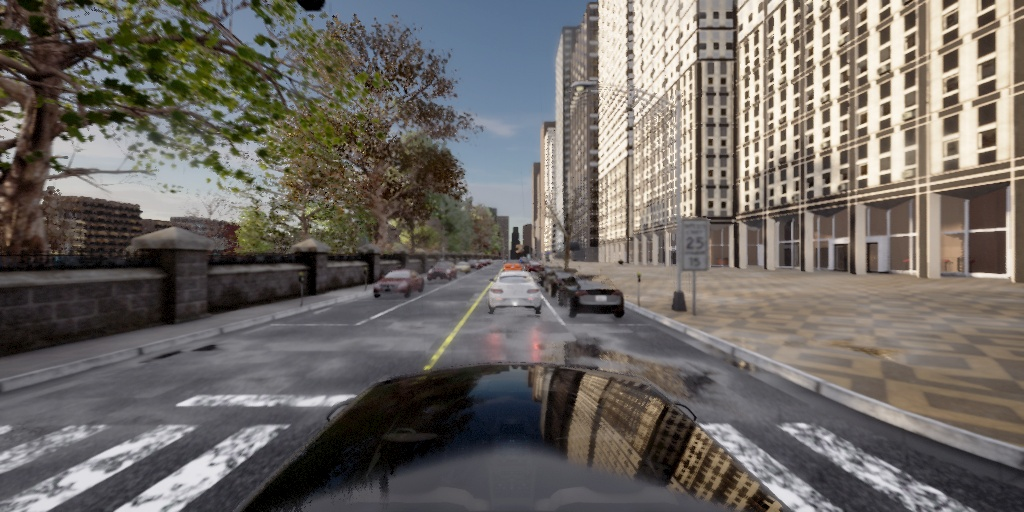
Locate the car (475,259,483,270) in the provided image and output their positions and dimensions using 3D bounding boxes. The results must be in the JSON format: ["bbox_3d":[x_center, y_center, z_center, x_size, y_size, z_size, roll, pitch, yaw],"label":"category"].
[{"bbox_3d":[-5.693,1.216,52.316,1.967,1.591,4.097,0,0,0],"label":"car"}]

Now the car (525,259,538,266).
[{"bbox_3d":[2.688,1.311,41.053,1.888,1.381,4.507,0,0,0],"label":"car"}]

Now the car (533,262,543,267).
[{"bbox_3d":[2.688,1.320,24.156,1.948,1.339,4.313,0,0,0],"label":"car"}]

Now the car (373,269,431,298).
[{"bbox_3d":[-5.692,1.335,18.523,1.802,1.307,4.207,0,0,0],"label":"car"}]

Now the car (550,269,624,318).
[{"bbox_3d":[2.688,1.317,12.891,1.948,1.339,4.313,0,0,0],"label":"car"}]

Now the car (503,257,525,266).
[{"bbox_3d":[0.099,1.117,40.297,2.097,1.767,4.553,0,0,0],"label":"car"}]

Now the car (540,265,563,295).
[{"bbox_3d":[2.688,1.318,18.523,1.948,1.339,4.313,0,0,0],"label":"car"}]

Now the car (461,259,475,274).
[{"bbox_3d":[-5.692,1.291,40.883,1.751,1.417,4.829,0,0,0],"label":"car"}]

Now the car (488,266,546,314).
[{"bbox_3d":[0.102,1.277,13.754,1.812,1.442,4.674,0,0,0],"label":"car"}]

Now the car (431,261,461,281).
[{"bbox_3d":[-5.692,1.197,29.788,1.967,1.591,4.097,0,0,0],"label":"car"}]

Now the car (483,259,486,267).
[{"bbox_3d":[-5.694,1.328,57.948,1.888,1.381,4.507,0,0,0],"label":"car"}]
